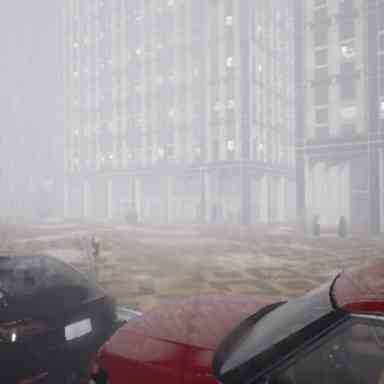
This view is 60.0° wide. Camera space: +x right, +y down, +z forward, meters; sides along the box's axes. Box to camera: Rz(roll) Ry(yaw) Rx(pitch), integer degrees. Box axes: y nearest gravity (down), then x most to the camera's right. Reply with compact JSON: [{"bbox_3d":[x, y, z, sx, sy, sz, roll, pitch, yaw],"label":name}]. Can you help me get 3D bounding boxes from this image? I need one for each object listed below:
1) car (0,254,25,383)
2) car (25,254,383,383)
[{"bbox_3d":[-2.986,1.624,5.008,4.313,1.339,1.947,-1,-1,35],"label":"car"},{"bbox_3d":[1.507,1.312,1.804,5.009,1.841,2.192,-1,-1,35],"label":"car"}]
